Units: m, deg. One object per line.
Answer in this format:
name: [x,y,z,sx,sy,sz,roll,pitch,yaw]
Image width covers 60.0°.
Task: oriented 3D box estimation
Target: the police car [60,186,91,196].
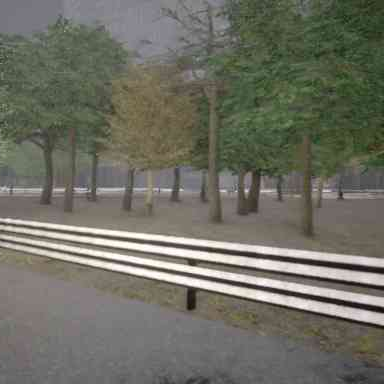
police car: [-18.170,-0.140,52.463,4.974,1.542,2.038,0,1,-5]
